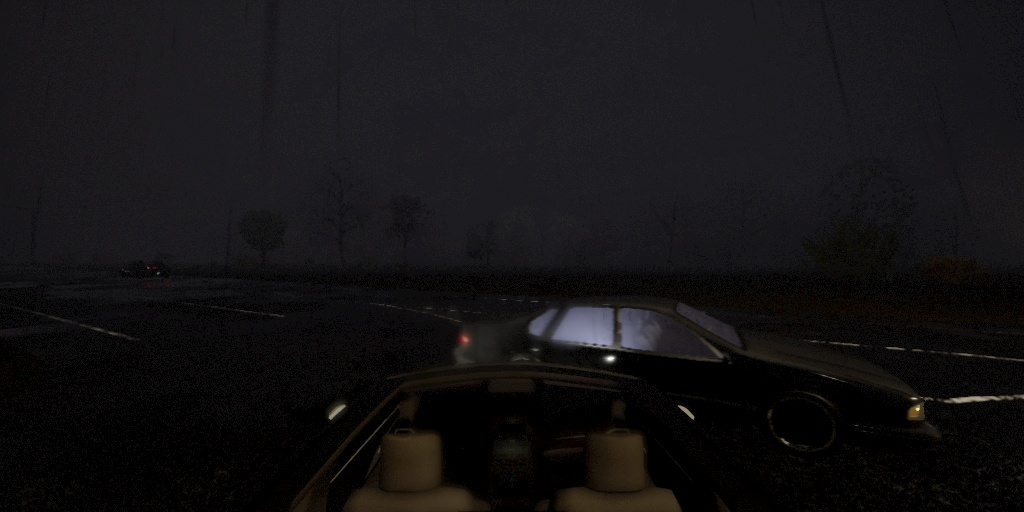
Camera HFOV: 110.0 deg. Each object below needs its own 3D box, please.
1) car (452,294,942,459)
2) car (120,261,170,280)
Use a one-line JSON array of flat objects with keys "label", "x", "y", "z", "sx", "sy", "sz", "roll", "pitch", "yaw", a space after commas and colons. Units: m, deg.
[{"label": "car", "x": 1.756, "y": 1.287, "z": 5.044, "sx": 5.357, "sy": 1.411, "sz": 2.033, "roll": 0, "pitch": 0, "yaw": 27}, {"label": "car", "x": -29.825, "y": 1.119, "z": 29.144, "sx": 4.902, "sy": 1.511, "sz": 2.128, "roll": 0, "pitch": 1, "yaw": 27}]
